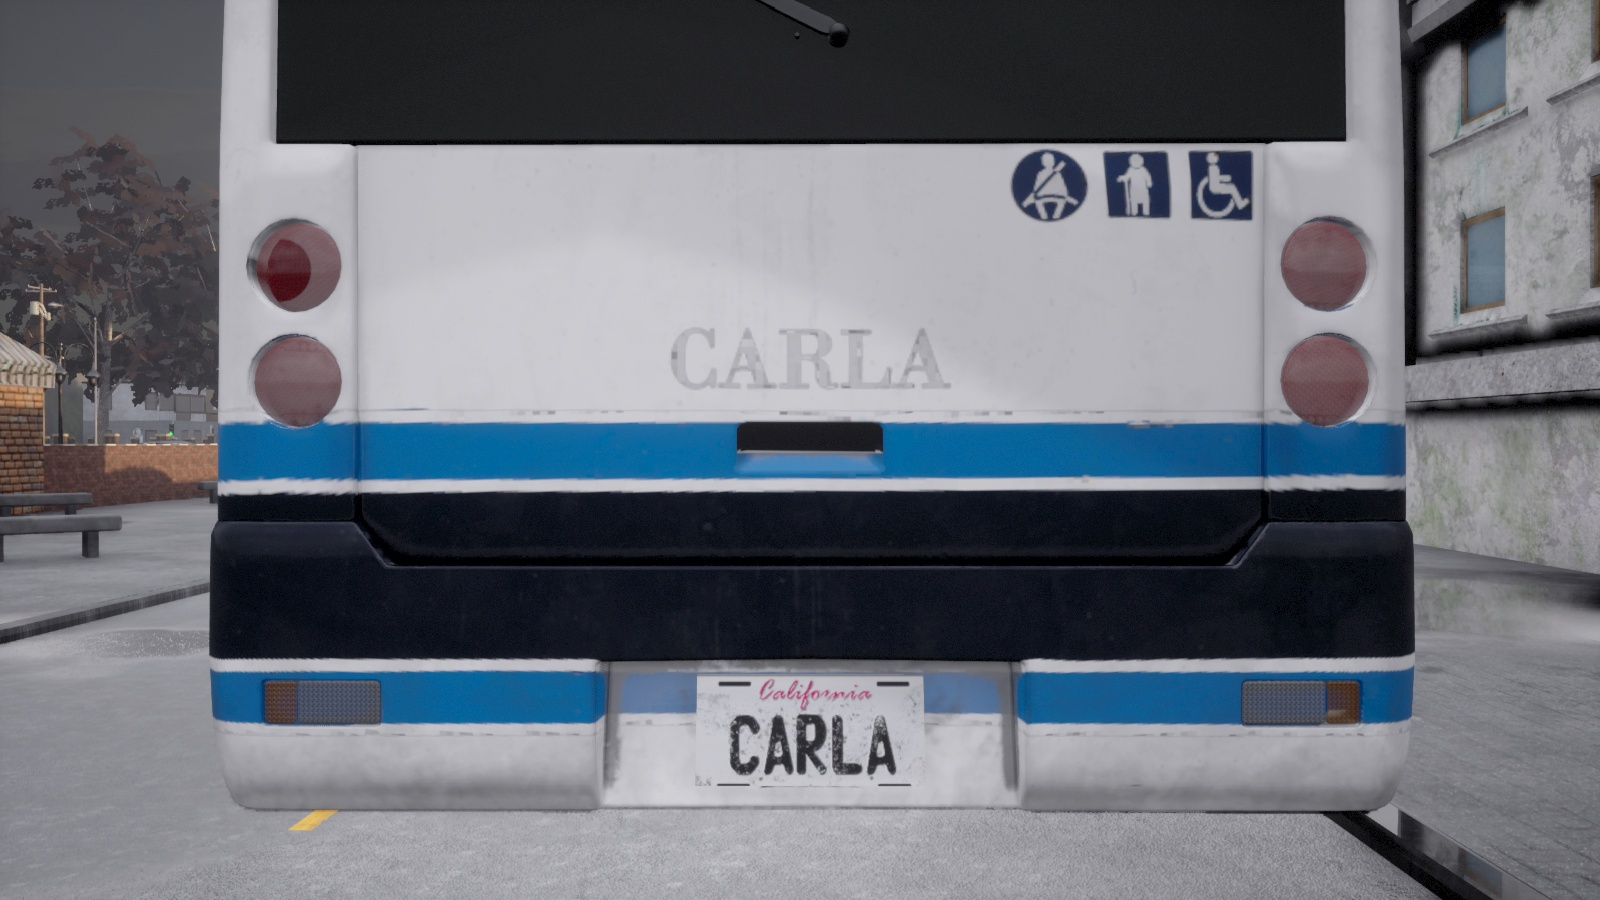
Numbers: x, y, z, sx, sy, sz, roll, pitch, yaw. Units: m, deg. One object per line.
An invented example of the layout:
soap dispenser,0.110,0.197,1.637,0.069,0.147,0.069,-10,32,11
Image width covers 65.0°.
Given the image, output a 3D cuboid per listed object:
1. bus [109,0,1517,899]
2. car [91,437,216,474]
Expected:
bus,0.062,-0.679,8.658,3.944,4.253,10.273,0,0,0
car,-29.674,0.241,57.755,4.611,1.667,2.242,0,0,-2
